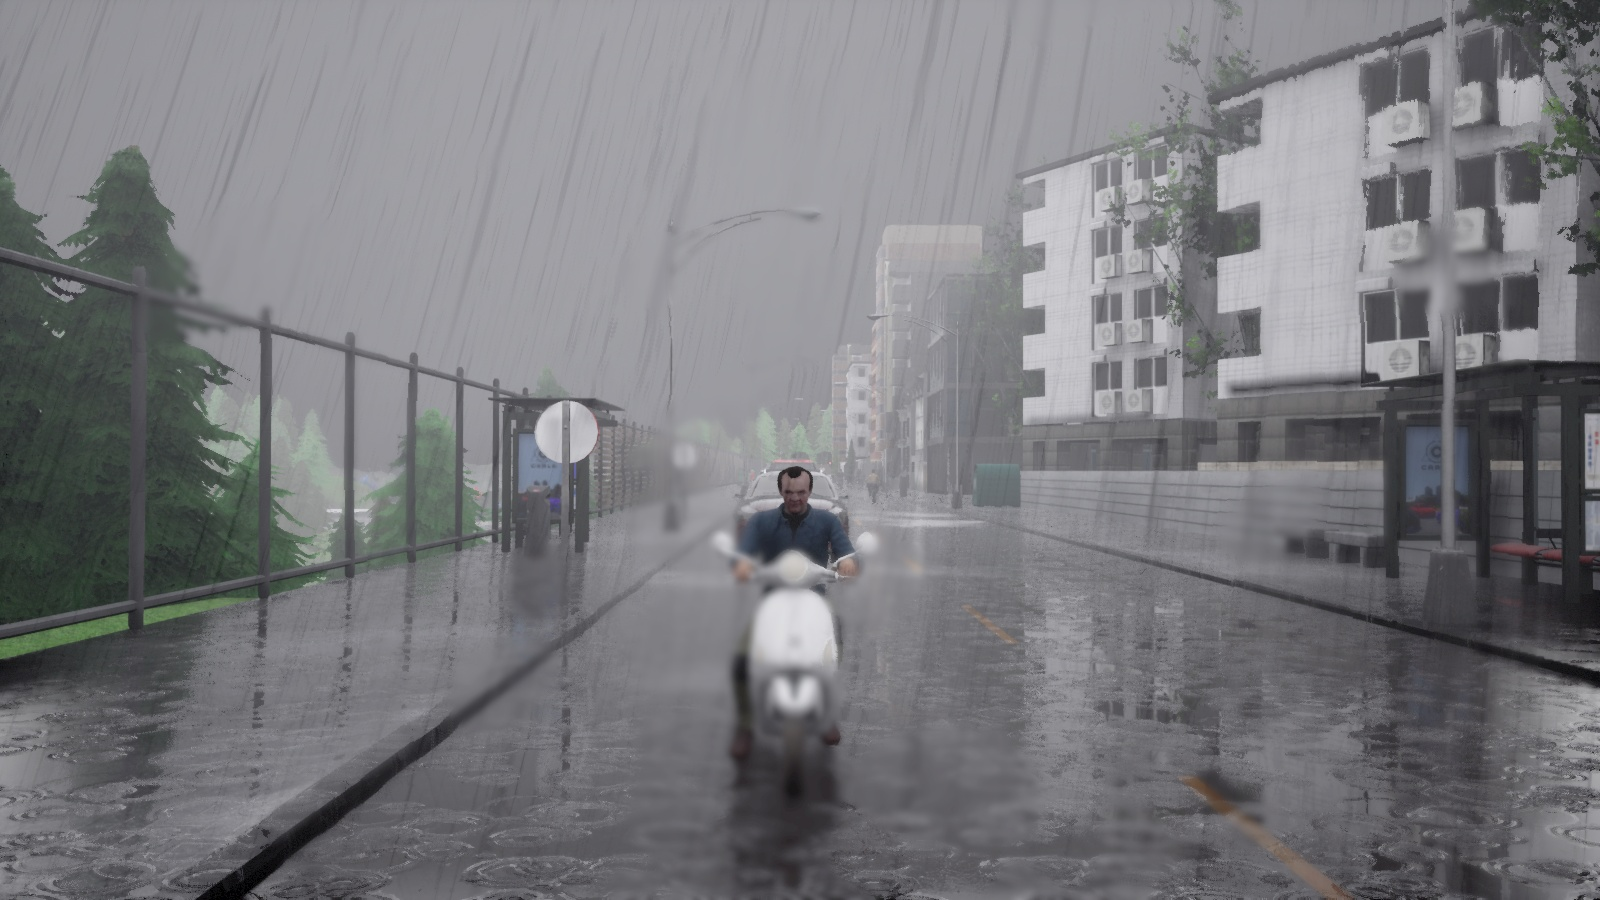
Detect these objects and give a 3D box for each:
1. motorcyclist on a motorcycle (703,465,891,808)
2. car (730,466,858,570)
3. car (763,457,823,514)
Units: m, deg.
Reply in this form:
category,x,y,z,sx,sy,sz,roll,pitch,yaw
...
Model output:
category,x,y,z,sx,sy,sz,roll,pitch,yaw
motorcyclist on a motorcycle,-0.021,0.881,6.750,0.866,1.590,1.817,0,-1,0
car,-0.117,1.121,22.446,2.033,1.649,4.856,0,-1,0
car,-0.271,1.344,48.303,2.150,2.045,5.566,0,-1,0
